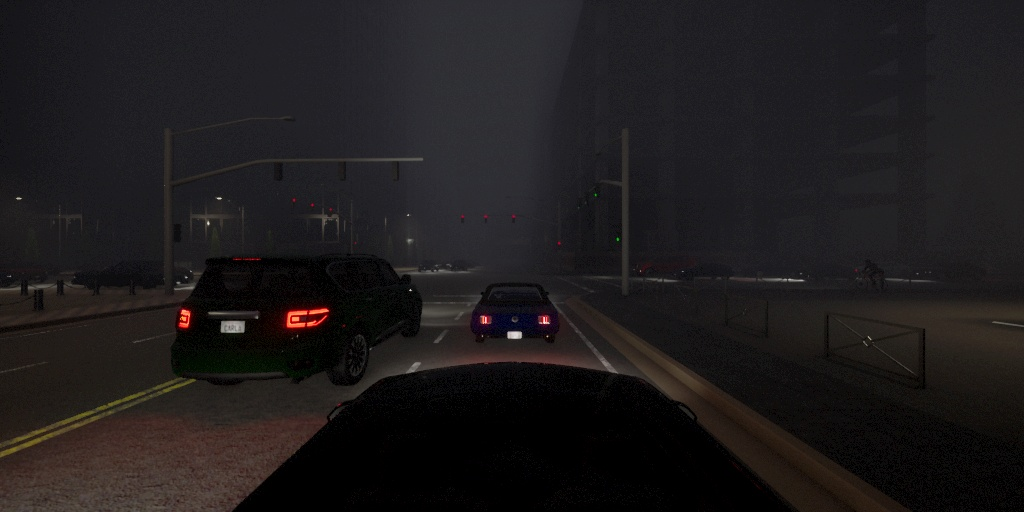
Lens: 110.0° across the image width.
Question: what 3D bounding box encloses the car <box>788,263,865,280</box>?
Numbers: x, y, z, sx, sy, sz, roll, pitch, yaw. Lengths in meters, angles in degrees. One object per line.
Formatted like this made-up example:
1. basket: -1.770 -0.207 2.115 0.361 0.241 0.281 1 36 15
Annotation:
1. car: 25.601 1.258 29.310 4.181 1.385 1.994 0 0 0

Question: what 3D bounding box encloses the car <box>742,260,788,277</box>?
1. car: 23.647 1.172 32.801 5.008 1.535 1.882 0 0 -1

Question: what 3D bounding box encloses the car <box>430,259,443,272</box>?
1. car: -10.623 1.255 45.907 1.837 1.490 4.892 0 0 0

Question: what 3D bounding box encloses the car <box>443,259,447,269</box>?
1. car: -10.619 1.241 55.250 2.128 1.511 4.902 0 0 0

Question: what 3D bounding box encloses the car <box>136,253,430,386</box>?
1. car: -3.441 0.971 7.129 2.150 2.045 5.566 0 0 0

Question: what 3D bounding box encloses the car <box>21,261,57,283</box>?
1. car: -35.747 1.172 25.128 5.008 1.535 1.882 0 0 0

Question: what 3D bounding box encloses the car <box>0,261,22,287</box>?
1. car: -33.236 1.220 21.608 4.674 1.442 1.812 0 0 0

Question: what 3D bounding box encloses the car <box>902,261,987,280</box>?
1. car: 35.595 1.199 29.336 4.892 1.490 1.837 0 0 0

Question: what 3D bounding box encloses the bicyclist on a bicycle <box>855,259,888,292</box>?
1. bicyclist on a bicycle: 18.322 0.998 18.298 0.582 1.620 1.656 0 0 0

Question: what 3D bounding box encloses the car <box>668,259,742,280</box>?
1. car: 15.637 1.220 29.250 4.674 1.442 1.812 0 0 0

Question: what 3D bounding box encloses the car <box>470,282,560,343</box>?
1. car: 0.075 1.351 9.644 1.895 1.301 4.718 0 0 0

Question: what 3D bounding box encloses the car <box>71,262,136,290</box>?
1. car: -22.866 1.242 21.594 5.357 1.411 2.033 0 0 -3

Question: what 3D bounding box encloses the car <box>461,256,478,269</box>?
1. car: -7.113 1.227 58.691 1.882 1.535 5.008 0 0 0

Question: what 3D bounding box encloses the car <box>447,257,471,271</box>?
1. car: -7.123 1.255 48.531 1.837 1.490 4.892 0 0 0

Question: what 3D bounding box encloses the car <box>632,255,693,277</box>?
1. car: 13.918 0.917 32.766 5.566 2.045 2.150 0 0 0

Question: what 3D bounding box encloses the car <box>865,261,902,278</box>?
1. car: 33.642 1.220 32.831 4.674 1.442 1.812 0 0 0

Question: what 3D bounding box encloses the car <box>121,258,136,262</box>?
1. car: -25.145 1.046 25.103 4.553 1.767 2.097 0 0 0

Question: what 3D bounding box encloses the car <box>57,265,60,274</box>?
1. car: -44.092 1.172 32.392 5.008 1.535 1.882 0 0 1
